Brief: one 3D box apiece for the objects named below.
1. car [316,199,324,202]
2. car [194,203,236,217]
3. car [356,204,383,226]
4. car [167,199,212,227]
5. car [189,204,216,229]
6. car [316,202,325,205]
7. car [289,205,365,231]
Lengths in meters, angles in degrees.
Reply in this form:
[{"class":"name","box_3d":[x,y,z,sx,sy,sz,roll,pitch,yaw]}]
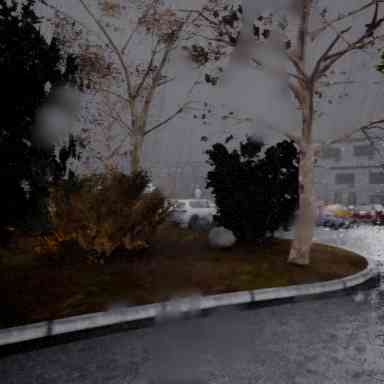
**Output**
[{"class":"car","box_3d":[10.841,1.686,31.802,5.566,2.045,2.435,1,-2,-42]},{"class":"car","box_3d":[2.903,2.173,40.989,5.366,1.575,1.946,1,-2,-42]},{"class":"car","box_3d":[14.825,1.745,27.377,4.553,1.767,2.185,1,-1,-42]},{"class":"car","box_3d":[0.648,1.554,24.873,5.566,2.045,2.435,1,-1,-42]},{"class":"car","box_3d":[2.501,1.771,22.779,4.892,1.521,2.231,1,-1,-42]},{"class":"car","box_3d":[12.812,1.905,29.647,5.008,1.535,2.097,1,-1,-42]},{"class":"car","box_3d":[8.705,1.858,23.303,2.033,1.411,5.357,1,-1,-41]}]
